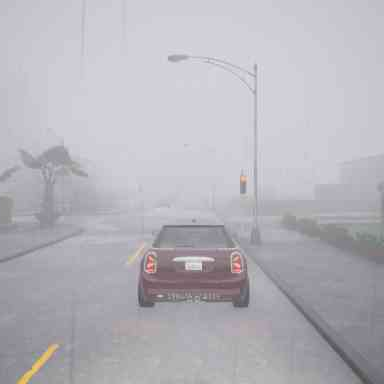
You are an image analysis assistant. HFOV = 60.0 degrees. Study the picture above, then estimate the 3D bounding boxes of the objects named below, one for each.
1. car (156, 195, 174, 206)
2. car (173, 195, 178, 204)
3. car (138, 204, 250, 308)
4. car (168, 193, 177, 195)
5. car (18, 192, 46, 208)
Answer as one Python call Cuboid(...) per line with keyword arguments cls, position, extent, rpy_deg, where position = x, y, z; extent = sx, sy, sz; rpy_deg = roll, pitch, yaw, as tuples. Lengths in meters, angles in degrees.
Cuboid(cls="car", position=(-4.056, 1.564, 47.917), extent=(1.994, 1.385, 4.181), rpy_deg=(0, 0, 0))
Cuboid(cls="car", position=(-4.027, 1.601, 57.819), extent=(1.895, 1.301, 4.718), rpy_deg=(0, 0, 0))
Cuboid(cls="car", position=(0.051, 1.352, 8.105), extent=(2.097, 1.767, 4.553), rpy_deg=(0, 0, 1))
Cuboid(cls="car", position=(-3.948, 1.221, 68.213), extent=(2.150, 2.045, 5.566), rpy_deg=(0, 0, 0))
Cuboid(cls="car", position=(-19.725, 0.985, 41.981), extent=(1.905, 1.878, 3.866), rpy_deg=(0, 0, 35))
